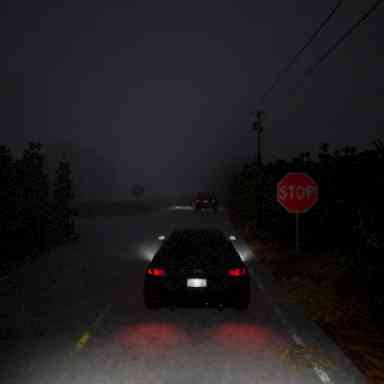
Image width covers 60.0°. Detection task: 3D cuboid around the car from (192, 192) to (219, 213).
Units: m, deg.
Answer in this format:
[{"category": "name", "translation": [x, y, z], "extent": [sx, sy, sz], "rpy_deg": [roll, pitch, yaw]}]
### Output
[{"category": "car", "translation": [1.520, 0.989, 33.721], "extent": [2.150, 2.045, 5.566], "rpy_deg": [0, 0, 5]}]

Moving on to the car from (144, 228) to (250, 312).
[{"category": "car", "translation": [0.115, 1.510, 7.705], "extent": [1.994, 1.385, 4.181], "rpy_deg": [0, 0, 1]}]

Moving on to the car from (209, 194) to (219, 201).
[{"category": "car", "translation": [4.480, 1.101, 67.296], "extent": [1.994, 1.385, 4.181], "rpy_deg": [0, 0, 5]}]

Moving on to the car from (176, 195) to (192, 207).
[{"category": "car", "translation": [-0.929, 1.242, 44.353], "extent": [2.033, 1.411, 5.357], "rpy_deg": [0, 0, 5]}]

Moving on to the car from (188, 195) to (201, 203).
[{"category": "car", "translation": [0.534, 1.189, 59.849], "extent": [1.895, 1.301, 4.718], "rpy_deg": [0, 0, 6]}]
